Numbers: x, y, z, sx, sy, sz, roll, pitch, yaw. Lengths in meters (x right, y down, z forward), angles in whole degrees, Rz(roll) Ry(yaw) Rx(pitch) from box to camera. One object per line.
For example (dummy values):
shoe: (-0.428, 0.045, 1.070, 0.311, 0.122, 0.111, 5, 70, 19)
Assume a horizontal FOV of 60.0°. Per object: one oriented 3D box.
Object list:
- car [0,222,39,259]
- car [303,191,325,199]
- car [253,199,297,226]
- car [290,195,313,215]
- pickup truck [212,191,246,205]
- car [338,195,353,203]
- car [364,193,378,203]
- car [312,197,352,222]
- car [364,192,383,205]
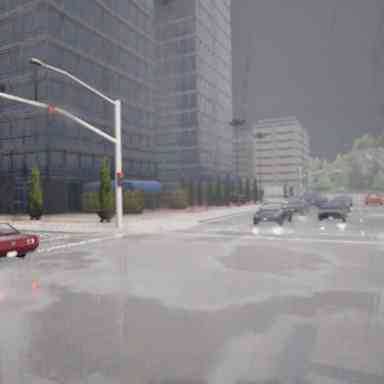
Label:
car: (-7.693, 1.740, 11.864, 4.718, 1.301, 1.895, -1, 0, 31)
car: (14.487, 0.953, 40.437, 2.150, 2.045, 5.566, -1, 0, 27)
car: (5.648, 1.420, 22.879, 1.812, 1.442, 4.674, -1, 0, 28)
car: (9.793, 1.323, 31.152, 1.837, 1.490, 4.892, -1, 0, 27)
pickup truck: (5.619, 0.951, 52.017, 6.274, 2.098, 2.390, -1, 0, -33)
car: (15.008, 1.228, 33.734, 1.837, 1.490, 4.892, -1, 0, 27)
car: (30.136, 0.970, 56.080, 1.812, 1.442, 4.674, -1, 0, 27)
car: (10.590, 1.352, 24.939, 2.033, 1.411, 5.357, -1, 0, 27)
car: (25.542, 0.881, 46.870, 2.097, 1.767, 4.553, -1, 0, 27)
